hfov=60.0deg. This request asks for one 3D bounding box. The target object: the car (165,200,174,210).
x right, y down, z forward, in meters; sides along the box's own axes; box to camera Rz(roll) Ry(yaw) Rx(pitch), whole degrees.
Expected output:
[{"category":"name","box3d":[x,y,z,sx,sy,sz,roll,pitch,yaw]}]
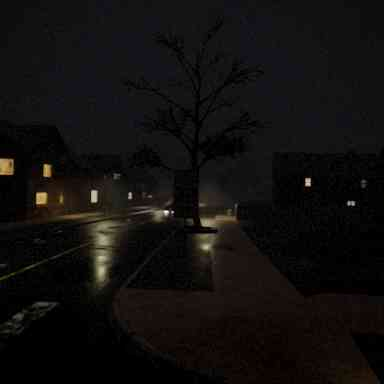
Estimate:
[{"category":"car","box3d":[-2.517,1.908,47.847,2.033,1.411,5.357,2,0,8]}]
